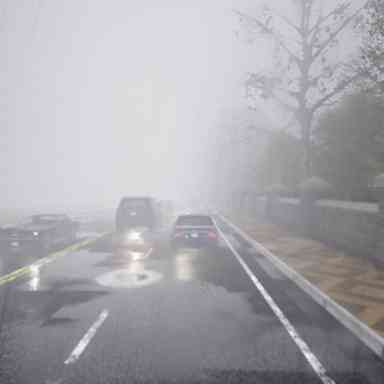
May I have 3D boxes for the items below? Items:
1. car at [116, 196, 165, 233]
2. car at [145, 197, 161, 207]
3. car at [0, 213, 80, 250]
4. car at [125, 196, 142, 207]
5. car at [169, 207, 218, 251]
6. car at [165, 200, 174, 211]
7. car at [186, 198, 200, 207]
[{"bbox_3d":[-3.146,1.288,20.468,2.150,2.045,5.566,0,0,0],"label":"car"},{"bbox_3d":[-6.533,1.676,55.950,2.128,1.511,4.902,0,0,1],"label":"car"},{"bbox_3d":[-6.595,1.649,14.645,1.895,1.301,4.718,0,0,0],"label":"car"},{"bbox_3d":[-9.783,1.535,56.038,2.097,1.767,4.553,0,0,1],"label":"car"},{"bbox_3d":[0.099,1.594,14.314,2.033,1.411,5.357,0,0,0],"label":"car"},{"bbox_3d":[-3.143,1.676,39.611,2.033,1.411,5.357,0,0,0],"label":"car"},{"bbox_3d":[0.109,1.677,52.962,1.837,1.490,4.892,0,0,0],"label":"car"}]
